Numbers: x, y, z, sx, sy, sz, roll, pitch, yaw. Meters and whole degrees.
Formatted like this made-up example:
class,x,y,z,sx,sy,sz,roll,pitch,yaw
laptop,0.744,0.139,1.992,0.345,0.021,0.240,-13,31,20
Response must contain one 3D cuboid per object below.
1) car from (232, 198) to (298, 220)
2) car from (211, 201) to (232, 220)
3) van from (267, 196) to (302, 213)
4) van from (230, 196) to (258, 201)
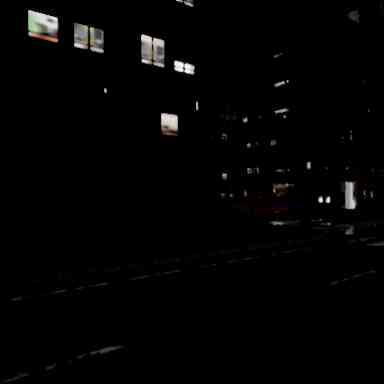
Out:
class,x,y,z,sx,sy,sz,roll,pitch,yaw
car,6.107,1.505,28.432,1.882,1.535,5.008,-1,0,-36
car,2.484,1.681,29.056,1.802,1.307,4.206,-2,0,-36
van,9.241,1.322,33.943,1.690,1.788,3.998,-2,0,-36
van,5.946,1.397,38.473,1.690,1.788,3.998,-2,0,-36
